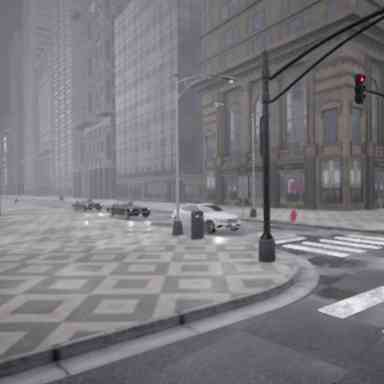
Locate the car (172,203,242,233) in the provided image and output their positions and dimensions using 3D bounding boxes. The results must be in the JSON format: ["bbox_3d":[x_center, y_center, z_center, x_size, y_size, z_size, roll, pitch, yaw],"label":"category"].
[{"bbox_3d":[0.674,1.325,18.243,1.812,1.442,4.674,-1,1,-37],"label":"car"}]

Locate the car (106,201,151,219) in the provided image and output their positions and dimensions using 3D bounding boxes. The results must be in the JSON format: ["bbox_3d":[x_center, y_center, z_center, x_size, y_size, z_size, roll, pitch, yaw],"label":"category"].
[{"bbox_3d":[-5.069,1.370,26.370,1.895,1.301,4.718,-1,1,-35],"label":"car"}]

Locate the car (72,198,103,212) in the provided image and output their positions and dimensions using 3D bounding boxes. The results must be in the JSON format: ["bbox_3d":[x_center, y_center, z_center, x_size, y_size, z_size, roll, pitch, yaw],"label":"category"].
[{"bbox_3d":[-10.941,1.344,34.669,1.895,1.301,4.718,-1,1,-35],"label":"car"}]
